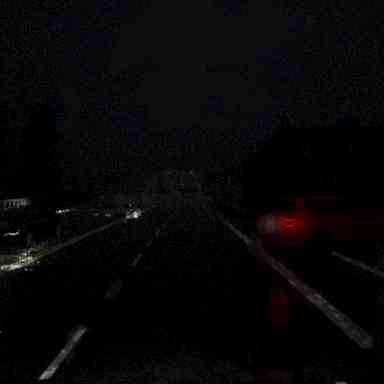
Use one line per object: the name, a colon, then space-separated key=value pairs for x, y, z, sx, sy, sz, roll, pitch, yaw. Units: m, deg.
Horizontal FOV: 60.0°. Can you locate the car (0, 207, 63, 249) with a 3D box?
car: x=-7.134 y=1.423 z=14.211 sx=1.837 sy=1.490 sz=4.892 roll=0 pitch=0 yaw=0

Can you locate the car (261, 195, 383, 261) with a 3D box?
car: x=5.201 y=1.140 z=12.038 sx=5.566 sy=2.045 sz=2.150 roll=-1 pitch=-1 yaw=-19

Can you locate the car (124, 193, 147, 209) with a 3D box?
car: x=-7.168 y=1.263 z=41.196 sx=2.128 sy=1.511 sz=4.902 roll=0 pitch=0 yaw=0

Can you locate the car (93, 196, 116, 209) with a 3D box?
car: x=-10.668 y=1.277 z=40.985 sx=1.837 sy=1.490 sz=4.892 roll=0 pitch=0 yaw=0
